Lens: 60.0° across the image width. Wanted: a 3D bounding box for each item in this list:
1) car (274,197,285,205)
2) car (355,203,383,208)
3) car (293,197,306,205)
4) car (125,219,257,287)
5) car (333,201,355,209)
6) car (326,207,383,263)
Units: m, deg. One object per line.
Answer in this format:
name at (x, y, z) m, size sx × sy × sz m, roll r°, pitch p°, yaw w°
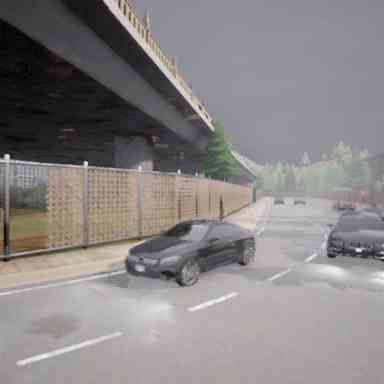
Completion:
car at (15.696, 1.644, 59.766) m, size 2.033 × 1.411 × 5.357 m, roll 0°, pitch 0°, yaw 14°
car at (14.799, 1.600, 26.139) m, size 2.033 × 1.411 × 5.357 m, roll 0°, pitch 0°, yaw 14°
car at (19.230, 1.626, 59.463) m, size 1.812 × 1.442 × 4.674 m, roll 0°, pitch 0°, yaw 14°
car at (0.228, 1.538, 9.639) m, size 1.812 × 1.442 × 4.674 m, roll 0°, pitch 0°, yaw 38°
car at (18.220, 1.675, 40.048) m, size 1.895 × 1.301 × 4.718 m, roll 0°, pitch 0°, yaw 14°
car at (6.198, 1.528, 12.254) m, size 1.837 × 1.490 × 4.892 m, roll 1°, pitch 0°, yaw 28°
